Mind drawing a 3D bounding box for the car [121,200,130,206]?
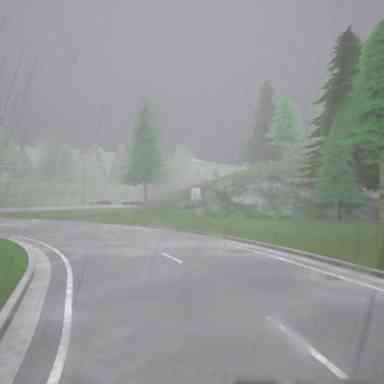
[{"bbox_3d":[-12.506,2.262,68.906,1.895,1.301,4.718,0,-1,36],"label":"car"}]

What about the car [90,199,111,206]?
[{"bbox_3d":[-19.549,2.167,71.090,1.882,1.535,5.008,0,-1,36],"label":"car"}]

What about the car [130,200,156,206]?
[{"bbox_3d":[-9.547,2.246,67.030,1.895,1.301,4.718,0,-1,36],"label":"car"}]
